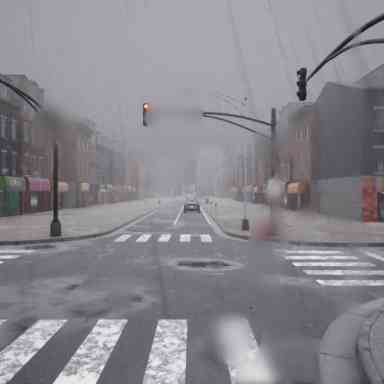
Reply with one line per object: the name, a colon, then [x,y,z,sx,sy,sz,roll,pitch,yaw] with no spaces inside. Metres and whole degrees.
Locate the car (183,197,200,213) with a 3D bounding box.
car: [-0.016,1.563,36.720,1.947,1.339,4.313,0,0,0]

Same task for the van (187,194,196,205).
van: [-0.099,1.344,59.142,1.690,1.788,3.998,0,0,0]

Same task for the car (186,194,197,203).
car: [-0.140,1.326,70.353,2.192,1.841,5.009,0,0,0]

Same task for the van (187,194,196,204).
van: [-0.119,1.348,64.748,1.690,1.788,3.998,0,0,0]

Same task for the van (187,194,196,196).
van: [-0.079,1.341,53.537,1.690,1.788,3.998,0,0,0]
